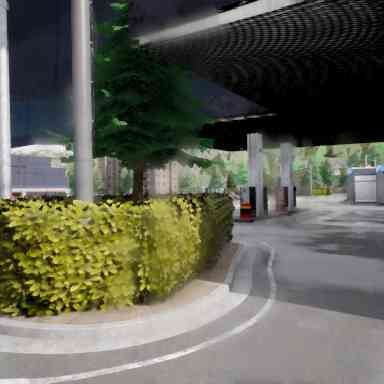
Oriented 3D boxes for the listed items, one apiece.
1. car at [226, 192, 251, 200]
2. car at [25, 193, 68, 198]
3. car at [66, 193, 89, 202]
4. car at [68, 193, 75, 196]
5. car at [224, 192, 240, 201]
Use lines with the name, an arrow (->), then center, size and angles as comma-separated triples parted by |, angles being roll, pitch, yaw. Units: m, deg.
car -> 9.248, 0.811, 66.473 | 4.514, 1.523, 2.007 | -1, 1, 35
car -> -14.737, 1.183, 33.565 | 3.866, 1.878, 1.905 | -1, 1, 35
car -> -22.855, 1.103, 66.463 | 4.605, 1.855, 1.932 | -1, 1, 35
car -> -24.201, 1.123, 63.855 | 3.866, 1.878, 1.905 | -1, 1, 35
car -> 7.475, 0.850, 63.885 | 5.027, 1.636, 2.152 | -1, 1, 35
